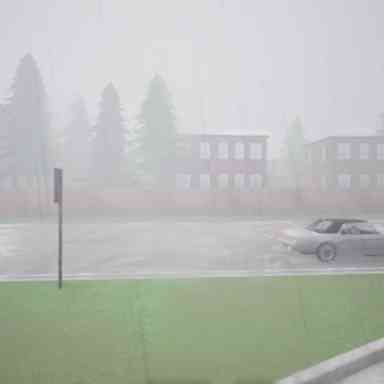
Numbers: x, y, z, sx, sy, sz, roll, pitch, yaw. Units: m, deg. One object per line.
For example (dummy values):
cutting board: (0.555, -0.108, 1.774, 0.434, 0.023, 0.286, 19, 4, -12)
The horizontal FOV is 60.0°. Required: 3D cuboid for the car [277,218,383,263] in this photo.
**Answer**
car: (5.470, 1.564, 11.323, 4.718, 1.301, 1.895, 0, 0, -5)
